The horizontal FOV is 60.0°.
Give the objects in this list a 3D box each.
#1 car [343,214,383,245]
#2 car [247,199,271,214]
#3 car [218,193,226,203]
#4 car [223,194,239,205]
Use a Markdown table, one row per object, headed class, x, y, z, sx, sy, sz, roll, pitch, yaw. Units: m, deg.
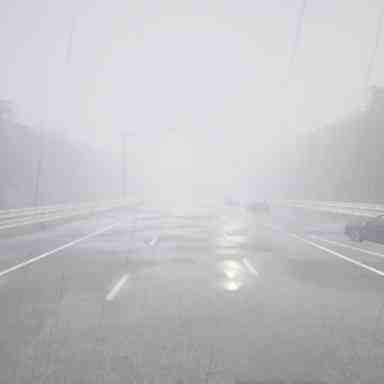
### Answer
| class | x | y | z | sx | sy | sz | roll | pitch | yaw |
| --- | --- | --- | --- | --- | --- | --- | --- | --- | --- |
| car | 8.350 | 1.559 | 13.200 | 2.033 | 1.411 | 5.357 | 0 | 0 | -9 |
| car | 7.006 | 1.487 | 35.234 | 2.128 | 1.511 | 4.902 | 0 | 0 | 0 |
| car | 7.098 | 1.341 | 75.754 | 2.150 | 2.045 | 5.566 | 0 | 0 | 0 |
| car | 7.031 | 1.581 | 57.867 | 1.994 | 1.385 | 4.181 | 0 | 0 | 0 |
